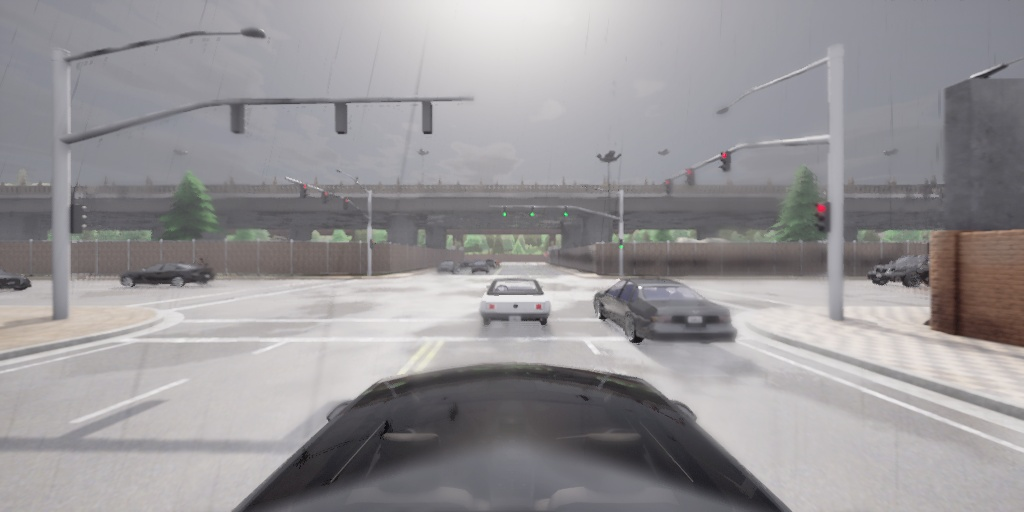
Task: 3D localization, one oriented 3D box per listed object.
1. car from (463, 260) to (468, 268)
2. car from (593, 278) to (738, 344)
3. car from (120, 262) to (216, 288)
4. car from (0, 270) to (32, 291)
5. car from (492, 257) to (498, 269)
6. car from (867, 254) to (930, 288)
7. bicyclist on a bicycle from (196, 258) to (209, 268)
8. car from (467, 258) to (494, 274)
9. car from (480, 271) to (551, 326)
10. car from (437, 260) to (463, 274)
[{"bbox_3d":[-7.066,1.278,57.366,1.994,1.385,4.181,0,0,0],"label":"car"},{"bbox_3d":[3.594,1.289,9.547,2.033,1.411,5.357,0,0,0],"label":"car"},{"bbox_3d":[-21.682,1.157,22.669,5.008,1.535,1.882,0,0,0],"label":"car"},{"bbox_3d":[-28.486,1.246,18.971,4.181,1.385,1.994,0,0,0],"label":"car"},{"bbox_3d":[-3.571,1.219,56.094,1.837,1.490,4.892,0,0,0],"label":"car"},{"bbox_3d":[25.867,0.903,22.557,5.566,2.045,2.150,0,0,0],"label":"car"},{"bbox_3d":[-25.807,0.976,29.947,0.582,1.620,1.656,0,0,0],"label":"bicyclist on a bicycle"},{"bbox_3d":[-3.595,1.271,41.779,2.033,1.411,5.357,0,0,0],"label":"car"},{"bbox_3d":[0.095,1.331,11.600,1.895,1.301,4.718,0,1,0],"label":"car"},{"bbox_3d":[-7.094,1.227,40.333,1.837,1.490,4.892,0,1,0],"label":"car"}]
